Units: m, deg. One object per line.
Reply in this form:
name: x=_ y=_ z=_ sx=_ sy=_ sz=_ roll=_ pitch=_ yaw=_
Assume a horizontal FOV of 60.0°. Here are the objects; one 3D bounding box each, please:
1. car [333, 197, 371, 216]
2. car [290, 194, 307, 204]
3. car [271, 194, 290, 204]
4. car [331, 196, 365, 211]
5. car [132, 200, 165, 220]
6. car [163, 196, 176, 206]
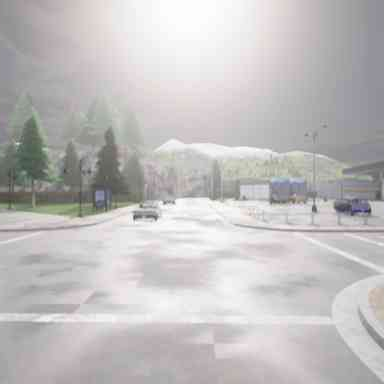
car: x=13.924 y=1.274 z=28.969 sx=1.845 sy=1.501 sz=3.633 roll=0 pitch=0 yaw=0
car: x=17.278 y=1.141 z=55.027 sx=2.152 sy=1.636 sz=5.027 roll=0 pitch=0 yaw=0
car: x=14.141 y=1.150 z=55.002 sx=2.007 sy=1.523 sz=4.514 roll=0 pitch=0 yaw=0
car: x=16.968 y=1.259 z=36.363 sx=1.970 sy=1.475 sz=3.806 roll=0 pitch=0 yaw=0
car: x=-3.530 y=1.509 z=26.676 sx=1.895 sy=1.301 sz=4.718 roll=0 pitch=0 yaw=0
car: x=-3.559 y=1.293 z=52.421 sx=1.812 sy=1.442 sz=4.674 roll=0 pitch=0 yaw=0
